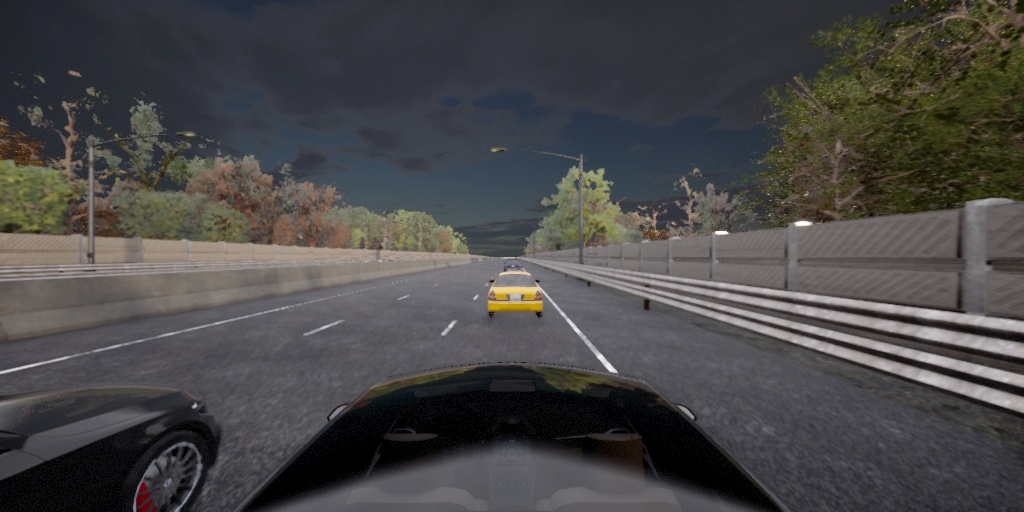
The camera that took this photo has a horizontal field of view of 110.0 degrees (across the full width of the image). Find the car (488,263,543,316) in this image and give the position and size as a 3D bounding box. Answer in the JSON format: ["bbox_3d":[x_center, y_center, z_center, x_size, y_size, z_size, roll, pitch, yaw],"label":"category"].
[{"bbox_3d":[0.101,1.209,13.238,1.801,1.575,5.366,0,0,0],"label":"car"}]

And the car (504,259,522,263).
[{"bbox_3d":[0.103,1.113,41.572,2.097,1.767,4.553,0,0,0],"label":"car"}]

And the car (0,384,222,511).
[{"bbox_3d":[-3.387,1.275,1.071,1.812,1.442,4.674,0,0,0],"label":"car"}]
